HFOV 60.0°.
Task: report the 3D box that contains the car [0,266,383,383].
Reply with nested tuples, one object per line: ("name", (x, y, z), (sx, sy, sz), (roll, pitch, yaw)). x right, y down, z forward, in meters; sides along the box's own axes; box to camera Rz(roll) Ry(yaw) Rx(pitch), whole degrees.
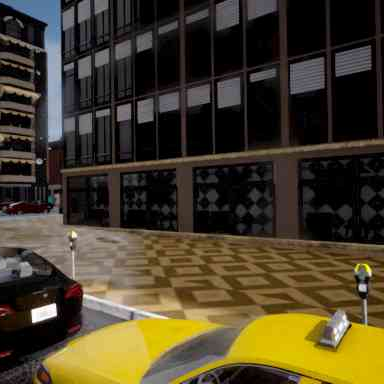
("car", (0.736, 1.526, 2.367), (4.829, 1.417, 1.752), (0, -1, 35))

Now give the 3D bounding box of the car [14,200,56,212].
("car", (-19.390, 1.742, 41.247), (1.947, 1.339, 4.313), (-2, -1, 35))

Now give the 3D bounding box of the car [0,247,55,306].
("car", (-3.565, 1.568, 5.413), (4.313, 1.339, 1.947), (0, -1, 35))

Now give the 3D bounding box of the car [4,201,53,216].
("car", (-15.730, 1.580, 31.897), (1.802, 1.307, 4.206), (-2, -1, 35))
